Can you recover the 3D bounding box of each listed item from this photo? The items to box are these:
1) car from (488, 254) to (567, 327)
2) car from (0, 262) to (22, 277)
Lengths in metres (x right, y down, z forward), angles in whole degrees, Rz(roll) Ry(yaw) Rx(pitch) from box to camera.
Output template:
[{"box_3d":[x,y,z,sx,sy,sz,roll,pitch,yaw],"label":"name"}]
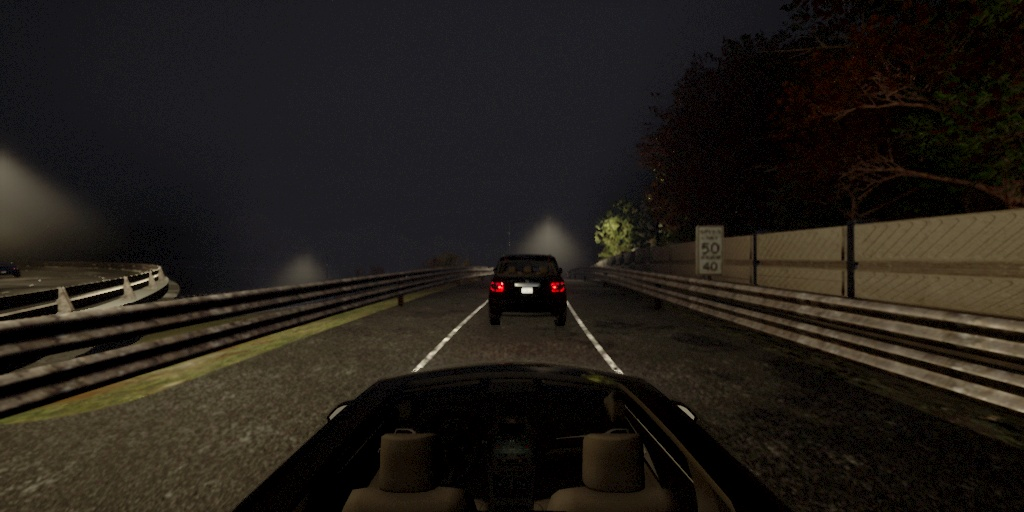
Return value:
[{"box_3d":[0.517,0.977,11.723,2.150,2.045,5.566,0,0,3],"label":"car"},{"box_3d":[-48.106,1.294,33.868,4.674,1.442,1.812,0,0,33],"label":"car"}]
